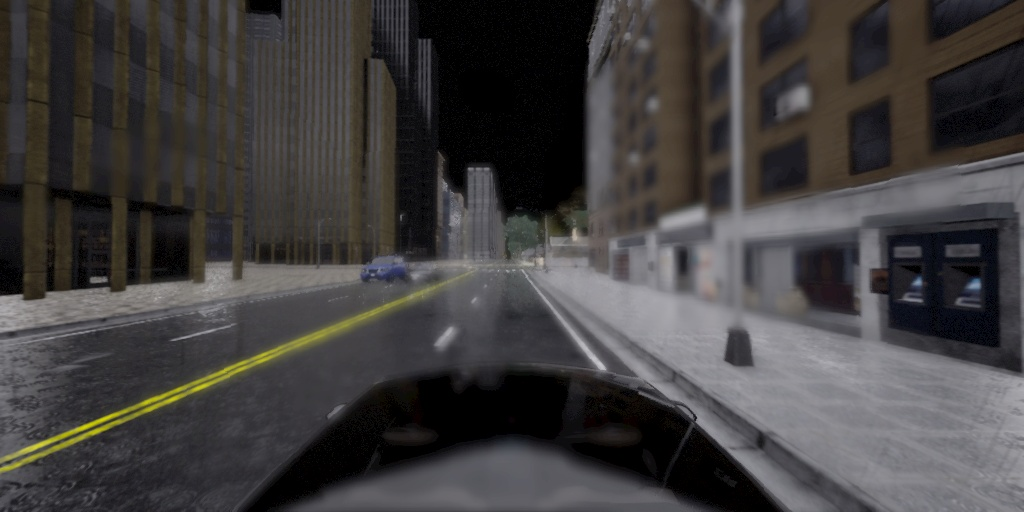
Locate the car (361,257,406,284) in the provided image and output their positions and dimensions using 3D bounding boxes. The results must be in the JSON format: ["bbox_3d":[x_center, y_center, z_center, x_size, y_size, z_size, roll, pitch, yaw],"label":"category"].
[{"bbox_3d":[-9.844,1.072,28.282,2.150,2.045,5.566,0,0,0],"label":"car"}]

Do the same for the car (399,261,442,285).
[{"bbox_3d":[-6.594,1.339,27.270,2.128,1.511,4.902,0,0,0],"label":"car"}]
